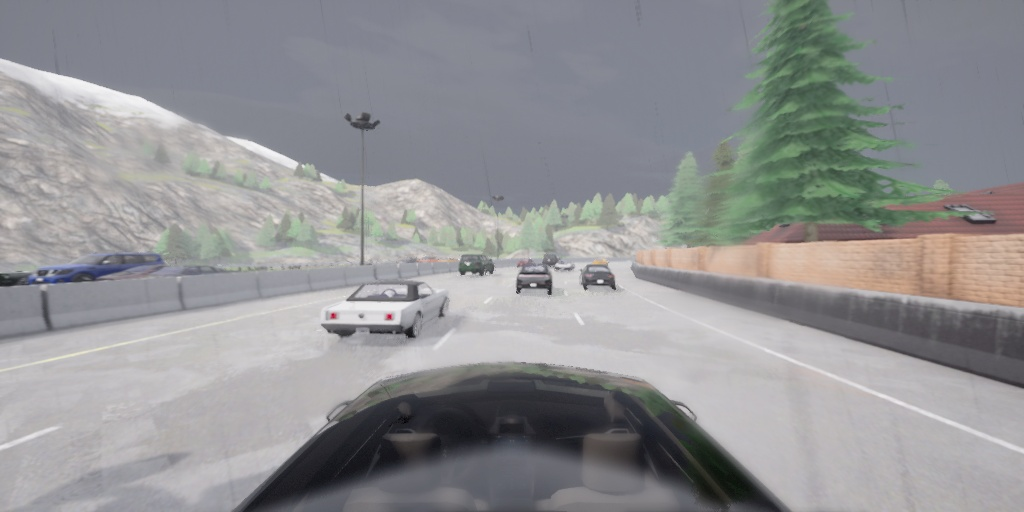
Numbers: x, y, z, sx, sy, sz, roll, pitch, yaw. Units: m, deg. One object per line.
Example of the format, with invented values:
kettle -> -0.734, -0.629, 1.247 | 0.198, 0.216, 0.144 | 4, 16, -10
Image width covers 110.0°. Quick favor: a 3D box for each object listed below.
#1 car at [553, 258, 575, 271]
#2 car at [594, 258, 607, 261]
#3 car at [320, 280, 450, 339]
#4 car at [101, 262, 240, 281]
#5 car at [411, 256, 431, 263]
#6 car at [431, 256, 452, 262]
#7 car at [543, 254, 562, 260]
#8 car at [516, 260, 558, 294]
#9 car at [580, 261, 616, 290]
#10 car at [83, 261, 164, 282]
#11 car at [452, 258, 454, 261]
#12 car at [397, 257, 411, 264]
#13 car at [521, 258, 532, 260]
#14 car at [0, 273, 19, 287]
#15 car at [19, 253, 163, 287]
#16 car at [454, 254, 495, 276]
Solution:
car -> 6.744, 1.197, 44.869 | 1.895, 1.301, 4.718 | 0, 0, 17
car -> 12.819, 1.065, 51.642 | 1.882, 1.535, 5.008 | 0, 0, 21
car -> -3.078, 1.309, 9.896 | 1.895, 1.301, 4.718 | 0, 0, 3
car -> -16.641, 1.181, 18.277 | 2.033, 1.411, 5.357 | 0, 0, 6
car -> -14.179, 0.826, 59.720 | 2.097, 1.767, 4.553 | 0, 0, 20
car -> -10.759, 0.965, 58.886 | 1.882, 1.535, 5.008 | 0, 0, 20
car -> 6.278, 0.778, 54.339 | 2.150, 2.045, 5.566 | 0, 0, 21
car -> 1.328, 1.174, 19.741 | 2.128, 1.511, 4.902 | 0, 0, 7
car -> 5.138, 1.210, 21.773 | 1.812, 1.442, 4.674 | 0, 0, 8
car -> -19.961, 1.182, 19.773 | 1.994, 1.385, 4.181 | 0, 0, 7
car -> -7.360, 1.102, 58.017 | 1.895, 1.301, 4.718 | 0, 0, 20
car -> -17.468, 0.952, 60.950 | 2.128, 1.511, 4.902 | 0, 0, 20
car -> 2.222, 1.075, 53.212 | 1.812, 1.442, 4.674 | 0, 0, 21
car -> -26.889, 1.193, 20.975 | 1.895, 1.301, 4.718 | 0, 0, 7
car -> -23.395, 0.825, 20.746 | 2.150, 2.045, 5.566 | 0, 0, 7
car -> -3.288, 0.832, 34.256 | 2.150, 2.045, 5.566 | 0, 0, 13
